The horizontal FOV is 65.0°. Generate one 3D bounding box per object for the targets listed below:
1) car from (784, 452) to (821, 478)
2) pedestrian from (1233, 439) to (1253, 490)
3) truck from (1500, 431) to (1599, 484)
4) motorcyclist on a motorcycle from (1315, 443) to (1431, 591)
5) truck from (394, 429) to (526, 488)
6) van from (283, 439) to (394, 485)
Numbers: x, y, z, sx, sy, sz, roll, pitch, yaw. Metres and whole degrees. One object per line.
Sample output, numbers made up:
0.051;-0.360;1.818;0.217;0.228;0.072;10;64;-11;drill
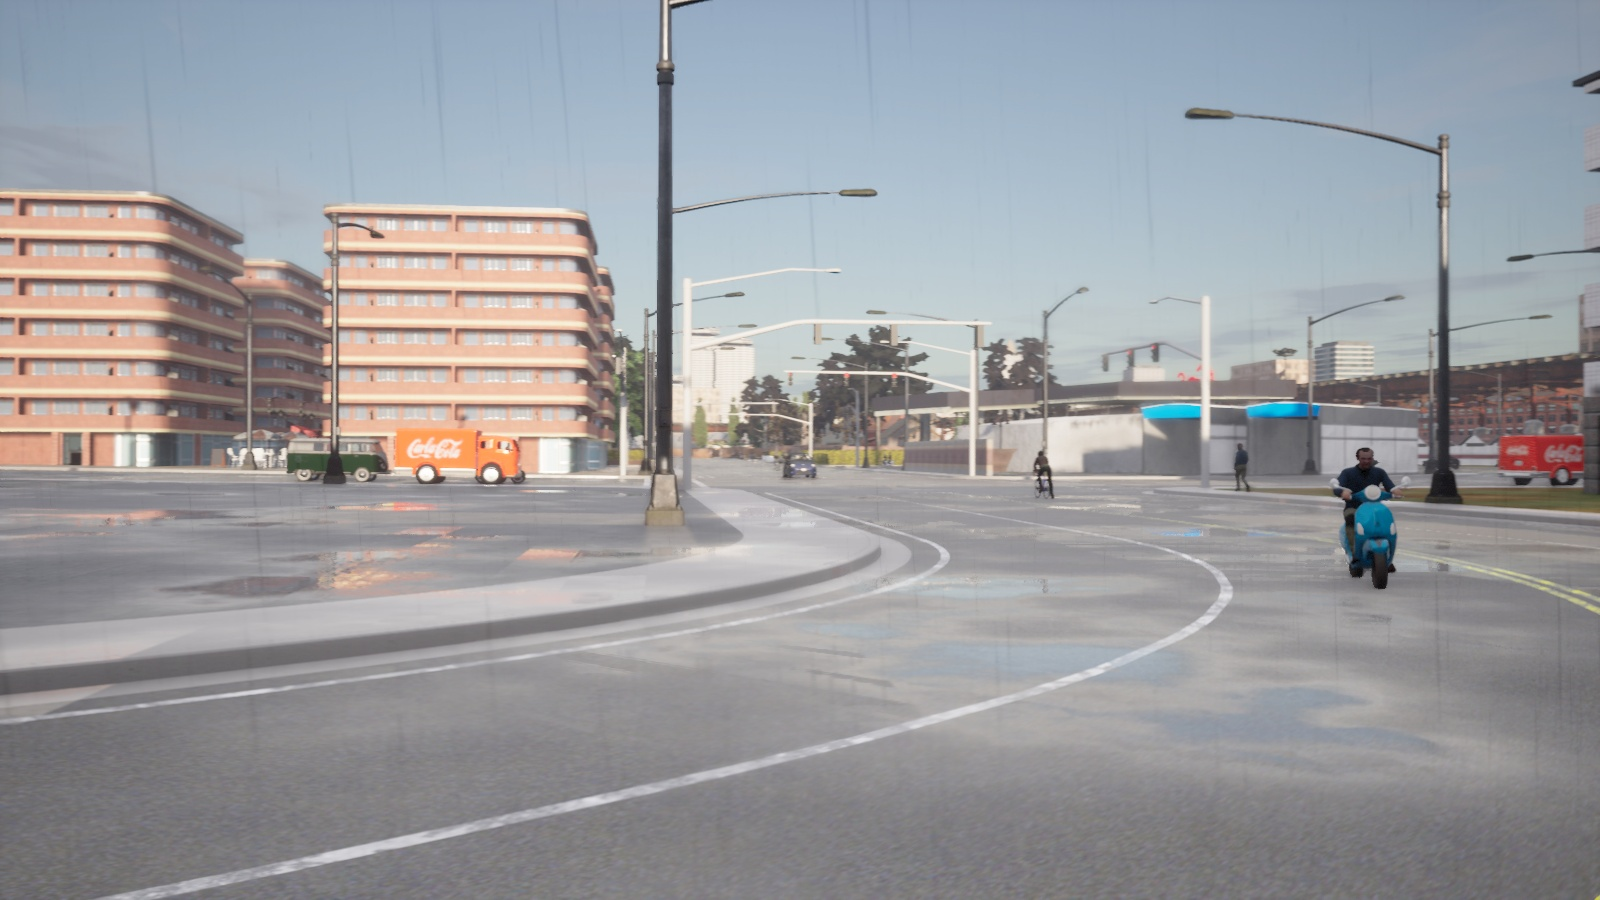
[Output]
0.137;0.922;78.550;1.851;1.617;3.988;0;0;-7;car
15.881;0.517;45.051;0.370;1.835;0.726;0;0;-8;pedestrian
36.886;0.366;60.466;5.204;2.467;2.627;0;0;-15;truck
6.552;0.731;14.462;0.866;1.590;1.817;-1;0;14;motorcyclist on a motorcycle
-14.730;0.362;54.673;5.204;2.467;2.627;1;0;-7;truck
-21.078;0.546;57.513;4.442;1.987;1.775;1;0;-6;van
